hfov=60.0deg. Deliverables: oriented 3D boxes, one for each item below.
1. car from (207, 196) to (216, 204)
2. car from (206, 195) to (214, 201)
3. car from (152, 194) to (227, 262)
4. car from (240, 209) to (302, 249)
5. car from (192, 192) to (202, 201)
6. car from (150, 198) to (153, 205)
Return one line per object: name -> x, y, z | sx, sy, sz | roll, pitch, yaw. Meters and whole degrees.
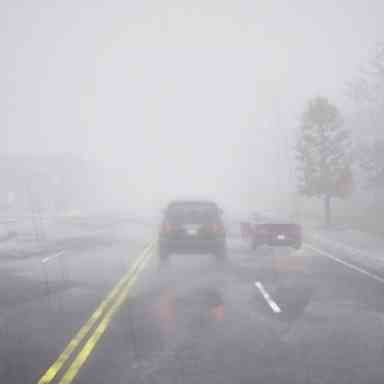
car -> 3.938, 1.584, 68.216 | 1.812, 1.442, 4.674 | 0, 0, 3
car -> 4.383, 1.506, 79.599 | 1.895, 1.301, 4.718 | 0, 0, 3
car -> 0.027, 1.241, 12.391 | 2.150, 2.045, 5.566 | 0, 0, 0
car -> 3.299, 1.498, 14.671 | 1.882, 1.535, 5.008 | 0, 0, 0
car -> 1.137, 1.139, 79.758 | 2.150, 2.045, 5.566 | 0, 0, 3
car -> -6.201, 1.626, 59.189 | 1.994, 1.385, 4.181 | 0, 0, 2
